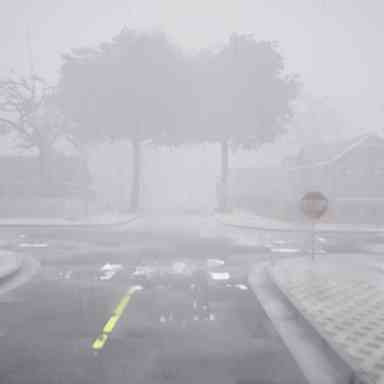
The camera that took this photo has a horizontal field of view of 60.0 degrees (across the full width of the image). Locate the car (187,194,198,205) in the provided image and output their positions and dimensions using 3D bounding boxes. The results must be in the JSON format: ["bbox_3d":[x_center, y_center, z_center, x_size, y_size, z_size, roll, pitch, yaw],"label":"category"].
[{"bbox_3d":[0.038,1.561,59.493,1.994,1.385,4.181,0,0,0],"label":"car"}]

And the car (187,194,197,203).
[{"bbox_3d":[0.044,1.292,69.512,2.097,1.767,4.553,0,0,0],"label":"car"}]
